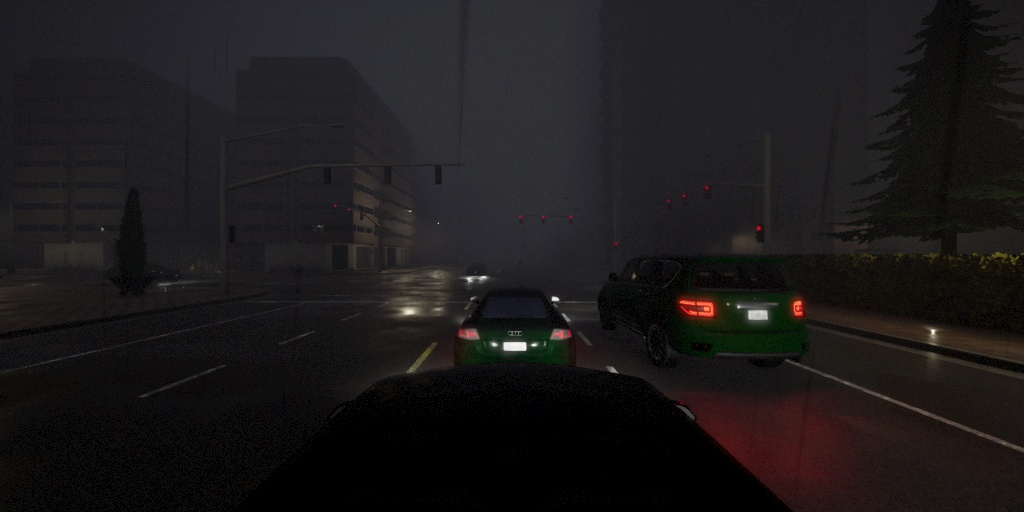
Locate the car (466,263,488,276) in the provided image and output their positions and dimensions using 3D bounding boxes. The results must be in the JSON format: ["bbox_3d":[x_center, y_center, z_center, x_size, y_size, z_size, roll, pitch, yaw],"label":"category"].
[{"bbox_3d":[-3.505,1.371,36.409,1.994,1.385,4.181,0,0,0],"label":"car"}]

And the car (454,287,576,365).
[{"bbox_3d":[0.058,1.314,7.338,1.994,1.385,4.181,0,0,0],"label":"car"}]

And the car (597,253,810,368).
[{"bbox_3d":[3.588,0.971,8.019,2.150,2.045,5.566,0,0,-2],"label":"car"}]

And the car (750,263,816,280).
[{"bbox_3d":[23.189,1.313,30.802,4.181,1.385,1.994,0,0,1],"label":"car"}]

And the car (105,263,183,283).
[{"bbox_3d":[-28.239,1.254,27.613,4.892,1.490,1.837,0,0,1],"label":"car"}]
